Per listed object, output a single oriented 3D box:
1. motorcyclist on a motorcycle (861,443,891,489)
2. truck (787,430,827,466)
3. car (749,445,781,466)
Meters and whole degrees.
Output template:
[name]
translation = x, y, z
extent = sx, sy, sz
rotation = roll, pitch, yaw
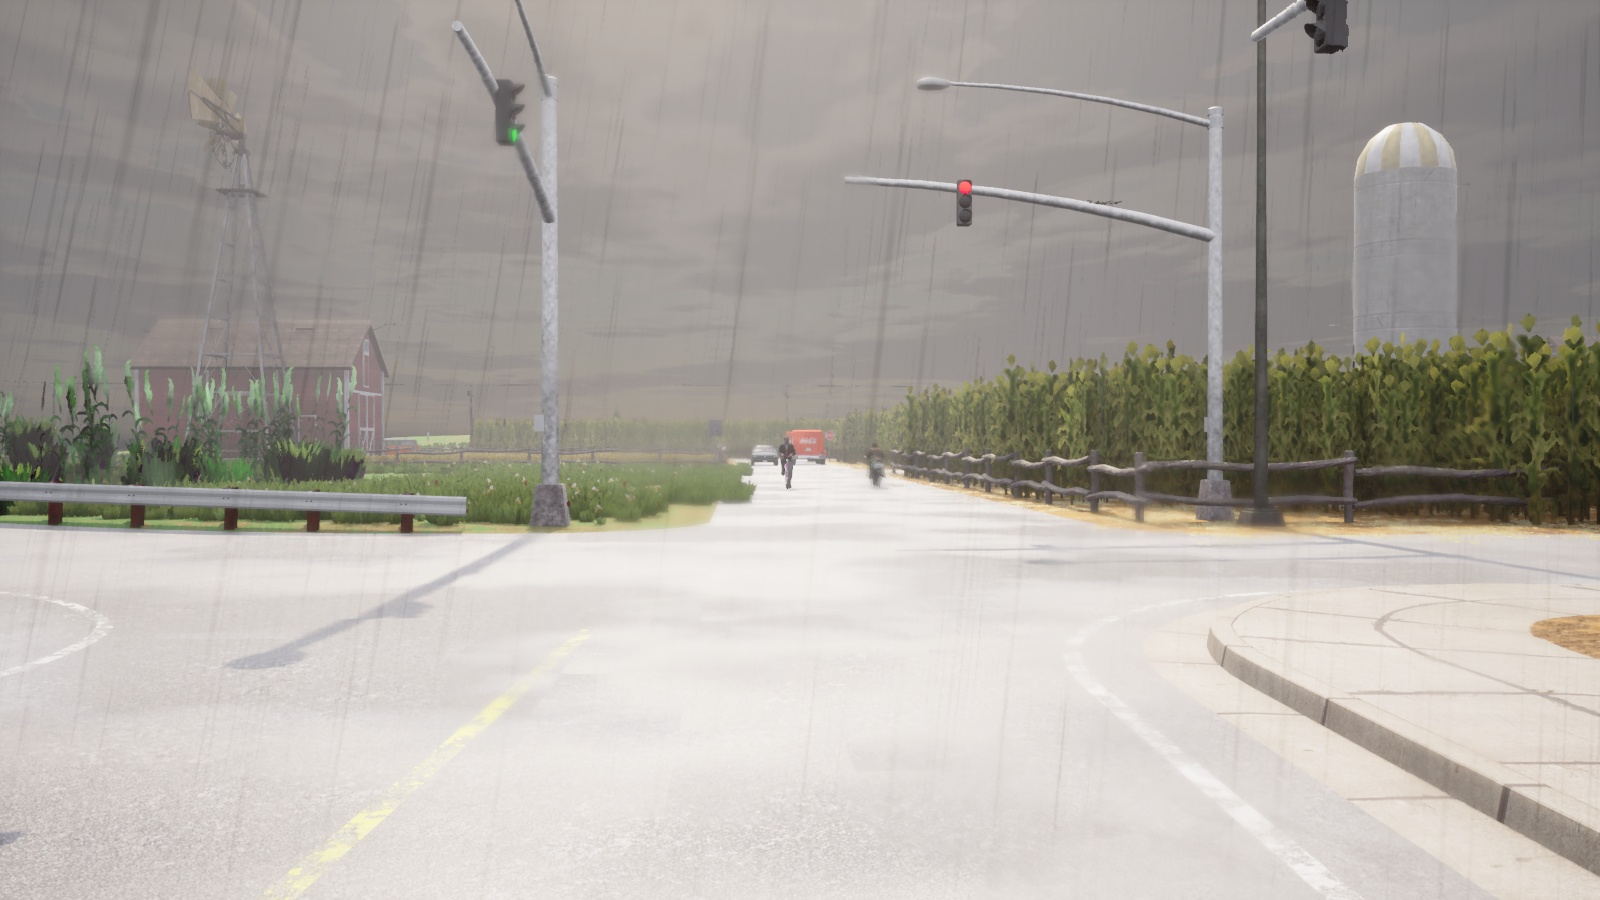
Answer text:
[motorcyclist on a motorcycle]
translation = 2.589, 0.524, 42.786
extent = 0.797, 1.523, 2.044
rotation = 0, 0, -3
[truck]
translation = 0.469, -0.202, 90.225
extent = 2.627, 2.467, 5.204
rotation = 0, 1, -3
[car]
translation = -2.404, 0.347, 85.073
extent = 2.033, 1.411, 5.357
rotation = 0, 0, -3
